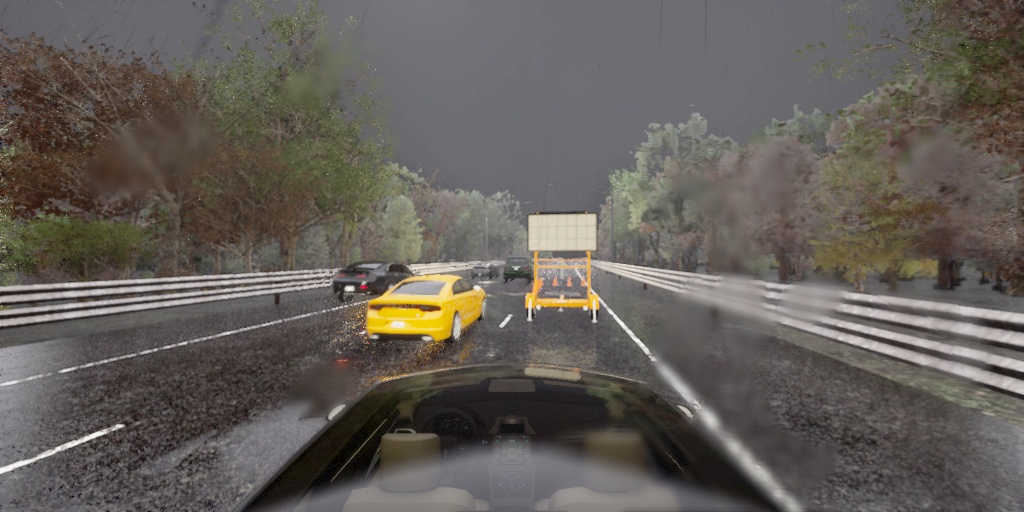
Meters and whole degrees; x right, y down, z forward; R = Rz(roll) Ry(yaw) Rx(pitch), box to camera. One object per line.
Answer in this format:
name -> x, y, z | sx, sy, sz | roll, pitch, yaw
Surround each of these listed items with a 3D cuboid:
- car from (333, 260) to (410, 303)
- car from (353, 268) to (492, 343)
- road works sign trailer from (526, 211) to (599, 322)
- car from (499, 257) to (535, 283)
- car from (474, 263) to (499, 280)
car -> -4.993, 0.971, 14.187 | 1.837, 1.490, 4.892 | 2, -3, 8
car -> -2.026, 1.262, 9.883 | 1.882, 1.535, 5.008 | 0, 0, 8
road works sign trailer -> 1.761, 0.252, 12.549 | 2.380, 3.560, 2.880 | 0, 0, 9
car -> 0.699, 1.067, 29.186 | 2.150, 2.045, 5.566 | 0, 0, 8
car -> -2.339, 1.355, 32.571 | 2.128, 1.511, 4.902 | 0, 0, 8
